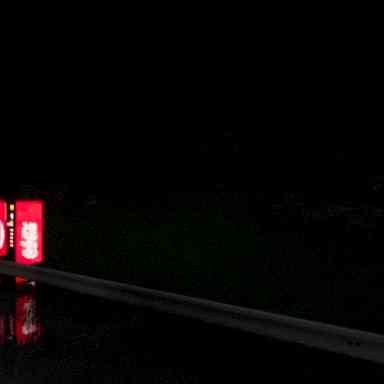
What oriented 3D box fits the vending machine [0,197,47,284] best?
[{"bbox_3d":[-4.615,1.195,8.824,0.880,2.100,1.100,0,0,33],"label":"vending machine"}]
